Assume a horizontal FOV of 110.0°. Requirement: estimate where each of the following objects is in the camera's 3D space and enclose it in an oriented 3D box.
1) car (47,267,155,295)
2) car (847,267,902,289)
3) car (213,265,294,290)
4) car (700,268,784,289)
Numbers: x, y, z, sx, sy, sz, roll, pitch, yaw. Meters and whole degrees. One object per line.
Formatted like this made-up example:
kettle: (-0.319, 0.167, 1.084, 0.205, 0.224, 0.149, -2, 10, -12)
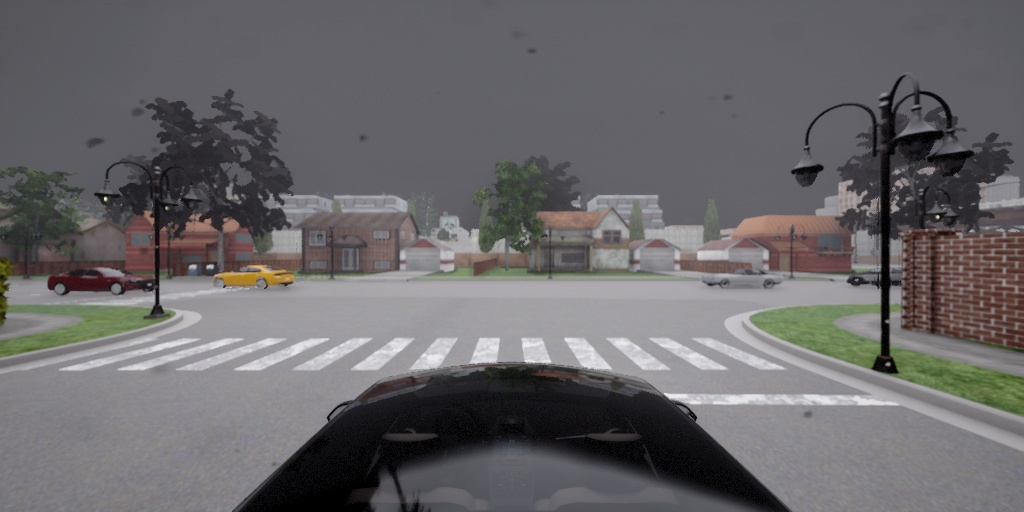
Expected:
car: (-23.219, 1.381, 20.481, 5.008, 1.535, 1.882, 0, 0, 0)
car: (25.488, 1.462, 24.395, 4.181, 1.385, 1.994, 0, 0, 1)
car: (-17.176, 1.378, 23.854, 5.008, 1.535, 1.882, 0, 0, 8)
car: (15.484, 1.499, 24.377, 4.718, 1.301, 1.895, 0, 0, 0)
